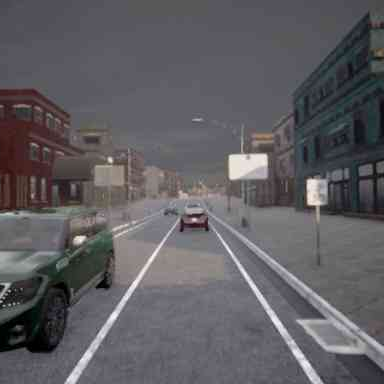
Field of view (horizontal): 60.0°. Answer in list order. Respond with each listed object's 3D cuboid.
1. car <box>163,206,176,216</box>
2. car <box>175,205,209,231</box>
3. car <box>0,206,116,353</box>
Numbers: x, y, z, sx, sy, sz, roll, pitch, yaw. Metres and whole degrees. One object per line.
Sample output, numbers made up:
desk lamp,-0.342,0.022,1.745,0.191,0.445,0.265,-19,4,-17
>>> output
car,-2.958,2.644,47.251,2.033,1.411,5.357,-1,-1,0
car,0.156,1.906,23.938,2.163,1.488,4.792,-1,-2,0
car,-3.094,1.358,6.744,2.150,2.045,5.566,-1,-1,0
